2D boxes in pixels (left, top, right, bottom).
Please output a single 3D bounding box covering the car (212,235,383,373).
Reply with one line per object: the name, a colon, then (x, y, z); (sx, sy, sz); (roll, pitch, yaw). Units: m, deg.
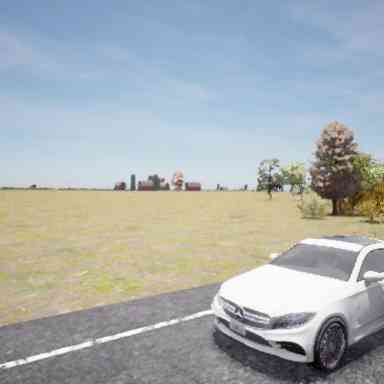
car: (2.498, 1.541, 5.775); (4.674, 1.442, 1.812); (0, 0, -36)
